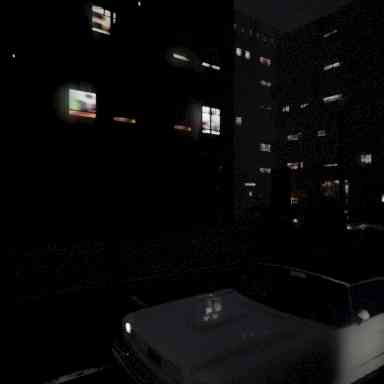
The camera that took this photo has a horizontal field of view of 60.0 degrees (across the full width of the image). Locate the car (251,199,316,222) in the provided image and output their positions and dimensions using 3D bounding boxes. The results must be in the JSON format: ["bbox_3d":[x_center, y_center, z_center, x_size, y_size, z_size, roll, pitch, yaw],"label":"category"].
[{"bbox_3d":[6.254,1.342,24.195,2.008,1.369,4.403,1,0,-36],"label":"car"}]

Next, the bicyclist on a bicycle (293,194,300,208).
[{"bbox_3d":[11.503,1.011,36.215,1.656,1.620,0.582,0,1,-36],"label":"bicyclist on a bicycle"}]

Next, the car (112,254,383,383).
[{"bbox_3d":[1.463,1.601,4.334,4.718,1.301,1.895,0,0,-34],"label":"car"}]

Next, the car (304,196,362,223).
[{"bbox_3d":[9.601,1.179,23.650,2.097,1.767,4.553,0,1,-33],"label":"car"}]
